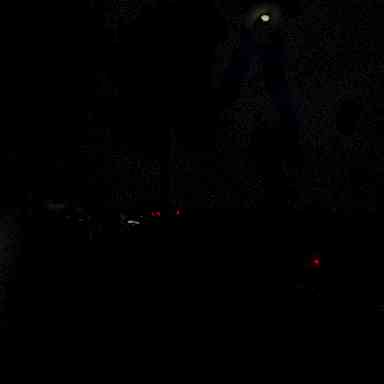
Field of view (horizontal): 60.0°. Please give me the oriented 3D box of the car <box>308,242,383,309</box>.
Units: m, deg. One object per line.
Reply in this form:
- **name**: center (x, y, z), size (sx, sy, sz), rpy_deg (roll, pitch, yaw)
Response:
- **car**: center (4.770, 1.549, 5.894), size (2.033, 1.411, 5.357), rpy_deg (0, -1, -35)

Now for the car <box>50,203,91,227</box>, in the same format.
- **car**: center (-9.728, 1.900, 26.946), size (1.882, 1.535, 5.008), rpy_deg (0, -1, -35)

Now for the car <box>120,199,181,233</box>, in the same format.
- **car**: center (-2.885, 1.492, 22.205), size (2.150, 2.045, 5.566), rpy_deg (0, -1, -35)

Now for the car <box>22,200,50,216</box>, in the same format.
- **car**: center (-20.144, 2.098, 42.233), size (2.150, 2.045, 5.566), rpy_deg (0, -1, -35)

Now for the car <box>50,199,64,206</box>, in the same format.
- **car**: center (-18.943, 2.046, 45.512), size (2.150, 2.045, 5.566), rpy_deg (0, -1, -35)
